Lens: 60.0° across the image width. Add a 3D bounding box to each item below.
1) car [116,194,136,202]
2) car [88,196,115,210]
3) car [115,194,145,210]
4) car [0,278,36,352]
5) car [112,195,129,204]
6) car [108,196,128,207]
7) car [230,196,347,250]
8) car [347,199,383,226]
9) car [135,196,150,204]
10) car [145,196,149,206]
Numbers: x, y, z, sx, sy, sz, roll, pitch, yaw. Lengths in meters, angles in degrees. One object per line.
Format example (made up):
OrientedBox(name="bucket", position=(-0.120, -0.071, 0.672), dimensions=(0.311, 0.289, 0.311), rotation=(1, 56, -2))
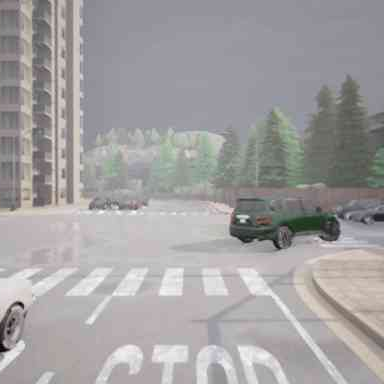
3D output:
OrientedBox(name="car", position=(-13.322, 1.162, 66.999), dimensions=(1.837, 1.490, 4.892), rotation=(0, 0, -37))
OrientedBox(name="car", position=(-10.595, 1.306, 38.792), dimensions=(1.837, 1.490, 4.892), rotation=(0, 0, 0))
OrientedBox(name="car", position=(-7.099, 1.155, 38.414), dimensions=(2.097, 1.767, 4.553), rotation=(0, 0, 0))
OrientedBox(name="car", position=(-3.400, 1.584, 3.154), dimensions=(1.895, 1.301, 4.718), rotation=(0, 0, 0))
OrientedBox(name="car", position=(-12.692, 1.247, 58.755), dimensions=(2.033, 1.411, 5.357), rotation=(0, 0, -21))
OrientedBox(name="car", position=(-10.733, 1.299, 48.531), dimensions=(2.033, 1.411, 5.357), rotation=(0, 0, -3))
OrientedBox(name="car", position=(4.131, 1.198, 14.489), dimensions=(5.566, 2.045, 2.150), rotation=(0, -1, -37))
OrientedBox(name="car", position=(12.914, 1.431, 22.387), dimensions=(4.902, 1.511, 2.128), rotation=(0, 0, 0))
OrientedBox(name="car", position=(-8.701, 1.306, 57.731), dimensions=(1.895, 1.301, 4.718), rotation=(0, 0, -17))
OrientedBox(name="car", position=(-7.245, 1.302, 47.889), dimensions=(2.033, 1.411, 5.357), rotation=(0, 0, -2))
